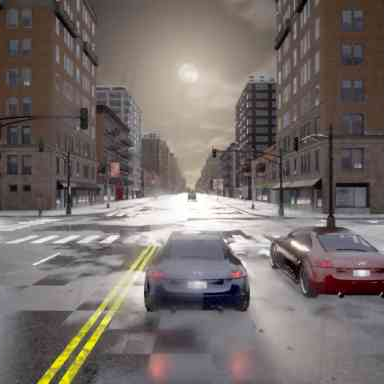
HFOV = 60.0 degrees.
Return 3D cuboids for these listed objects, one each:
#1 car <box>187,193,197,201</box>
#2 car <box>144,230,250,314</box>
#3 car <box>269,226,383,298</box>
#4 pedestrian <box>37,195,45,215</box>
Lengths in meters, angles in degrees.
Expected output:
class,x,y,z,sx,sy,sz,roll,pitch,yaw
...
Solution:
class,x,y,z,sx,sy,sz,roll,pitch,yaw
car,-0.002,1.212,80.231,2.150,2.045,5.566,0,0,0
car,0.087,1.564,7.715,1.994,1.385,4.181,0,0,0
car,3.337,1.564,8.533,1.994,1.385,4.181,0,0,0
pedestrian,-14.143,1.170,31.038,0.375,1.860,0.375,0,0,0
